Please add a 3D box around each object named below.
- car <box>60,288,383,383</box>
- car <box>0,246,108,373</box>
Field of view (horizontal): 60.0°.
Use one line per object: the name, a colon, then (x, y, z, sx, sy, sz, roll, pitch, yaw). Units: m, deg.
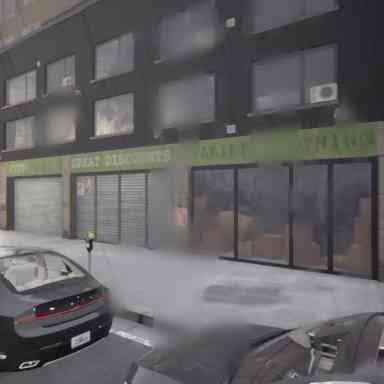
car: (1.382, 1.551, 2.102, 4.403, 1.369, 2.008, 0, 0, 35)
car: (-3.125, 1.551, 5.294, 4.403, 1.369, 2.008, 0, 0, 35)
